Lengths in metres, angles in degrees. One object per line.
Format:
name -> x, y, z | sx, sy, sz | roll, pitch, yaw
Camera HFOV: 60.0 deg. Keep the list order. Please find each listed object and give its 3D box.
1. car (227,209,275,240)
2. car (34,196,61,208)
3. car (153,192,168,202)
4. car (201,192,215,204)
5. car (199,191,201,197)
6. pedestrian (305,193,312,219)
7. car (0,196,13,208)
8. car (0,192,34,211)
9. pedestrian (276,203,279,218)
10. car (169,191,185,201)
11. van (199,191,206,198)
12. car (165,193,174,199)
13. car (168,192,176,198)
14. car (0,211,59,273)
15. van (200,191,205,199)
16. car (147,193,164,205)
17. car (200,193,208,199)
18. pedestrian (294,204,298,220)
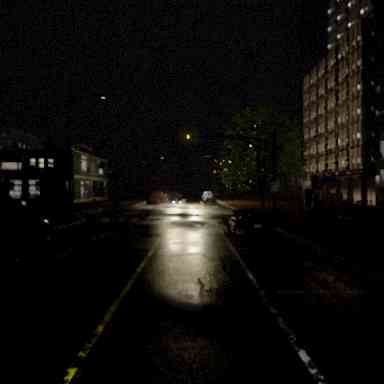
car -> 2.733, 1.443, 15.922 | 1.947, 1.339, 4.313 | 0, 0, 0
car -> -17.178, 1.083, 37.446 | 4.507, 1.381, 1.887 | 1, -1, -1
car -> -5.556, 0.902, 53.965 | 2.192, 1.841, 5.009 | 0, 0, 0
car -> 2.824, 1.111, 54.119 | 1.752, 1.417, 4.829 | 0, 0, 0
car -> 2.863, 1.011, 70.602 | 2.008, 1.369, 4.403 | 0, 0, 0
pedestrian -> 8.193, 0.986, 23.477 | 0.375, 1.860, 0.375 | 0, 0, 0
car -> -22.723, 1.052, 37.381 | 4.206, 1.307, 1.802 | 1, -1, -1
car -> -17.077, 0.877, 29.069 | 5.009, 1.841, 2.192 | 1, -1, -1
pedestrian -> 6.194, 1.336, 24.083 | 0.500, 1.100, 0.500 | 0, 0, 0
car -> -2.866, 1.071, 64.212 | 1.994, 1.385, 4.181 | 0, 0, 1
van -> 2.918, 0.633, 92.804 | 1.690, 1.788, 3.998 | 0, 0, 0
car -> -5.491, 0.903, 81.551 | 1.752, 1.417, 4.829 | 0, 0, 0
car -> -5.464, 0.843, 92.823 | 2.008, 1.369, 4.403 | 0, 0, 0
car -> -5.661, 1.486, 10.402 | 1.947, 1.339, 4.313 | 0, 0, 0
van -> 2.838, 0.886, 59.499 | 1.690, 1.788, 3.998 | 0, 0, 0
car -> -5.570, 1.211, 48.417 | 1.802, 1.307, 4.206 | 0, 0, 0
car -> 2.890, 0.942, 81.704 | 1.947, 1.339, 4.313 | 0, 0, 0
pedestrian -> 7.191, 1.354, 22.880 | 0.500, 1.100, 0.500 | 0, 0, 0
